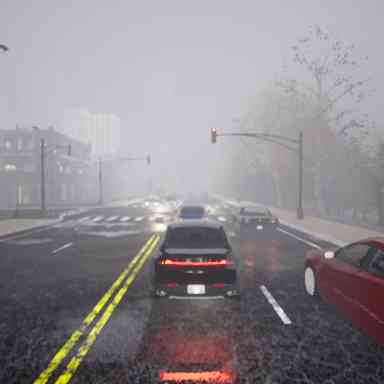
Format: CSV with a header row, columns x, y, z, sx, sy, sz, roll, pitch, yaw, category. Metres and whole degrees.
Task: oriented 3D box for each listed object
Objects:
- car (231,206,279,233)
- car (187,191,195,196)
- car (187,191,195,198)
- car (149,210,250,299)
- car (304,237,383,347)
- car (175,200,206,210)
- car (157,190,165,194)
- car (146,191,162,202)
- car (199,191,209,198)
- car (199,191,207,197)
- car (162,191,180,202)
x,y,z,sx,sy,sz,roll,pitch,yaw,category
3.290,1.417,18.380,1.895,1.301,4.718,0,1,0,car
-0.304,0.472,89.921,1.994,1.385,4.181,0,1,0,car
-0.271,0.707,79.920,1.812,1.442,4.674,0,1,0,car
0.074,1.421,8.206,1.837,1.490,4.892,0,0,0,car
3.334,1.425,5.160,1.882,1.535,5.008,0,0,0,car
0.018,1.352,17.289,1.812,1.442,4.674,0,1,0,car
-6.745,0.494,72.294,2.150,2.045,5.566,0,1,0,car
-6.760,1.026,56.907,1.895,1.301,4.718,0,1,0,car
2.979,0.539,79.900,2.097,1.767,4.553,0,1,0,car
2.946,0.445,89.932,2.128,1.511,4.902,0,1,0,car
-3.512,0.986,57.322,1.994,1.385,4.181,0,1,0,car
